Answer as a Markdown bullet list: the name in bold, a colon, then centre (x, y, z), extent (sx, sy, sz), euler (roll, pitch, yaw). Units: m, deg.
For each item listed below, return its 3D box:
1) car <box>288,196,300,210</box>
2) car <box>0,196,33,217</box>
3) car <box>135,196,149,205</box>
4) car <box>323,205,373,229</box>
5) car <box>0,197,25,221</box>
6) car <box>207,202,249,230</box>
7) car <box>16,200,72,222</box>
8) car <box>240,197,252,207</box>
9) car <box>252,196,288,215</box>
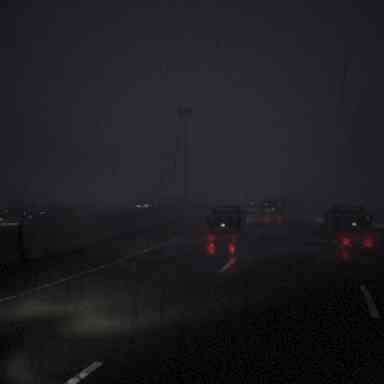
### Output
- **car**: centre (11.050, 1.234, 38.875), extent (1.882, 1.535, 5.008), euler (0, 0, 0)
- **car**: centre (-17.342, 1.327, 31.463), extent (2.097, 1.767, 4.553), euler (0, 0, 5)
- **car**: centre (-8.341, 1.361, 54.816), extent (2.033, 1.411, 5.357), euler (0, 0, -14)
- **car**: centre (9.356, 1.450, 20.383), extent (1.895, 1.301, 4.718), euler (0, 0, 12)
- **car**: centre (-14.392, 1.466, 27.310), extent (2.128, 1.511, 4.902), euler (0, 0, 9)
- **car**: centre (2.230, 1.497, 20.352), extent (1.895, 1.301, 4.718), euler (0, 0, 13)
- **car**: centre (-11.104, 1.484, 25.937), extent (1.812, 1.442, 4.674), euler (0, 0, 10)
- **car**: centre (7.404, 1.325, 43.133), extent (1.994, 1.385, 4.181), euler (0, 0, -4)
- **car**: centre (7.339, 1.304, 31.772), extent (2.128, 1.511, 4.902), euler (0, 0, 4)
